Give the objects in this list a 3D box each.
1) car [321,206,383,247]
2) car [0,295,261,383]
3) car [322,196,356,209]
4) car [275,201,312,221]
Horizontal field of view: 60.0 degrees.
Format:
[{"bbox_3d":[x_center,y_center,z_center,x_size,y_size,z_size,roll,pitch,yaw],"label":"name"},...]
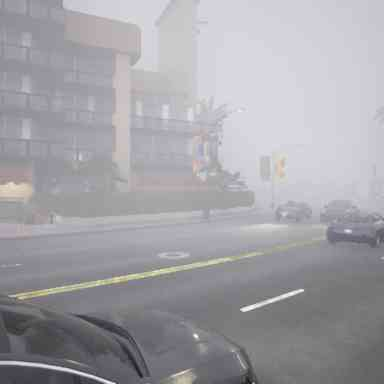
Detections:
[{"bbox_3d":[7.737,1.567,15.087,1.994,1.385,4.181,0,0,42],"label":"car"},{"bbox_3d":[-1.637,1.503,2.111,4.892,1.490,1.837,0,0,-36],"label":"car"},{"bbox_3d":[11.269,1.393,25.169,2.097,1.767,4.553,0,0,34],"label":"car"},{"bbox_3d":[8.363,1.506,27.119,2.128,1.511,4.902,0,0,34],"label":"car"}]
